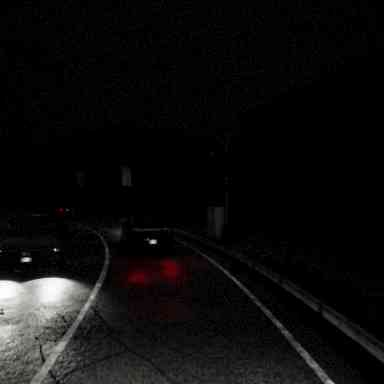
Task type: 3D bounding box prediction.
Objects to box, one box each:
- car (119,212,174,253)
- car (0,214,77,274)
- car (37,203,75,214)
[{"bbox_3d":[-2.064,1.621,14.493,2.128,1.511,4.902,0,-1,-15],"label":"car"},{"bbox_3d":[-4.934,1.656,10.918,1.994,1.385,4.181,0,0,-14],"label":"car"},{"bbox_3d":[-14.099,1.816,34.485,5.357,1.411,2.033,0,-1,43],"label":"car"}]
